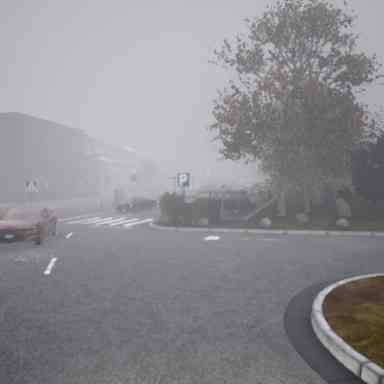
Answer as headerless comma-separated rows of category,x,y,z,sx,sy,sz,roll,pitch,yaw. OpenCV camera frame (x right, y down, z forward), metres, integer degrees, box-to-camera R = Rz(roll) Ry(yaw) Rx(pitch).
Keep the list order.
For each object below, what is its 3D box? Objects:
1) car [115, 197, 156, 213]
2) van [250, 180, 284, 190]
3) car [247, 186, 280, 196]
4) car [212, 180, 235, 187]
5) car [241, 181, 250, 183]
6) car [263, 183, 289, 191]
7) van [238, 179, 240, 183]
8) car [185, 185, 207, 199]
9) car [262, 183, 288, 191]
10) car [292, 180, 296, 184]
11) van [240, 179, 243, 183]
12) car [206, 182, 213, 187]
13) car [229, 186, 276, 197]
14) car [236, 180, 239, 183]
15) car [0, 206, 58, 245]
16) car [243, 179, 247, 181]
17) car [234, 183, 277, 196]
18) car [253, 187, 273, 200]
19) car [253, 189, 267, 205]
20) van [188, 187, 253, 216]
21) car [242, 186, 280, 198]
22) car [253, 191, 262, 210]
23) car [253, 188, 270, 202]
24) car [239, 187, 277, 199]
car,-5.125,1.155,30.573,1.895,1.301,4.718,0,3,20
van,11.829,-0.522,52.655,4.442,1.987,1.878,0,3,20
car,10.790,-0.123,50.096,4.674,1.452,2.002,0,3,20
car,5.848,-0.856,61.044,2.097,1.767,4.553,0,3,20
car,11.799,-0.909,67.750,1.812,1.442,4.674,0,3,20
car,17.318,-1.096,68.368,4.892,1.521,2.231,0,3,20
van,9.293,-1.889,85.169,4.442,1.987,1.878,0,3,20
car,0.106,0.300,45.215,1.837,1.490,4.892,0,3,20
car,16.409,-0.934,65.751,4.792,1.488,2.163,0,3,20
car,25.664,-2.590,91.873,5.566,2.045,2.435,0,3,20
van,10.452,-2.030,87.726,4.442,1.987,1.878,0,3,20
car,4.670,-1.240,71.948,5.566,2.045,2.435,0,3,20
car,7.072,0.374,39.645,5.008,1.535,2.097,0,3,20
car,8.460,-1.529,82.500,5.008,1.535,2.097,0,3,20
car,-7.397,1.417,14.989,1.882,1.535,5.008,-1,0,-12
car,12.228,-2.050,93.056,4.674,1.452,2.002,0,3,20
car,8.025,0.114,42.242,4.553,1.767,2.185,0,3,20
car,6.129,0.510,37.038,4.892,1.521,2.231,0,3,20
car,4.098,0.777,31.878,5.366,1.575,1.946,0,3,20
van,2.295,0.826,26.623,4.442,1.987,1.878,0,3,20
car,9.856,-0.029,47.482,5.008,1.535,2.097,0,3,20
car,3.369,0.945,29.194,4.792,1.488,2.163,0,3,20
car,5.232,0.674,34.417,4.792,1.488,2.163,0,3,20
car,8.928,0.145,44.872,4.674,1.452,2.002,0,3,20
